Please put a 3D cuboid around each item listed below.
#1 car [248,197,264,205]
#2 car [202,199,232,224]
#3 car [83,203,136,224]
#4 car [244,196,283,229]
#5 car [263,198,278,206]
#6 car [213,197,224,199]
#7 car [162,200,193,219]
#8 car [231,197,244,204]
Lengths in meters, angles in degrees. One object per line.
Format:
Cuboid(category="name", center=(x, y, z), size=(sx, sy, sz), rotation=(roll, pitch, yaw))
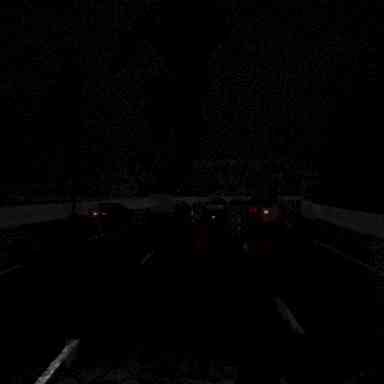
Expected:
Cuboid(category="car", center=(12.410, 1.660, 63.965), size=(2.128, 1.511, 4.902), rotation=(1, 0, 23))
Cuboid(category="car", center=(1.830, 1.548, 25.085), size=(1.812, 1.442, 4.674), rotation=(1, 0, 9))
Cuboid(category="car", center=(-5.761, 1.460, 23.825), size=(2.033, 1.411, 5.357), rotation=(1, 0, 10))
Cuboid(category="car", center=(4.867, 1.288, 22.724), size=(2.150, 2.045, 5.566), rotation=(0, 0, 9))
Cuboid(category="car", center=(14.192, 1.796, 59.851), size=(1.895, 1.301, 4.718), rotation=(1, 0, 22))
Cuboid(category="car", center=(5.145, 1.627, 64.589), size=(1.994, 1.385, 4.181), rotation=(1, 0, 22))
Cuboid(category="car", center=(-1.180, 1.456, 28.700), size=(1.882, 1.535, 5.008), rotation=(0, 0, 10))
Cuboid(category="car", center=(8.821, 1.680, 64.364), size=(1.994, 1.385, 4.181), rotation=(1, 0, 22))
